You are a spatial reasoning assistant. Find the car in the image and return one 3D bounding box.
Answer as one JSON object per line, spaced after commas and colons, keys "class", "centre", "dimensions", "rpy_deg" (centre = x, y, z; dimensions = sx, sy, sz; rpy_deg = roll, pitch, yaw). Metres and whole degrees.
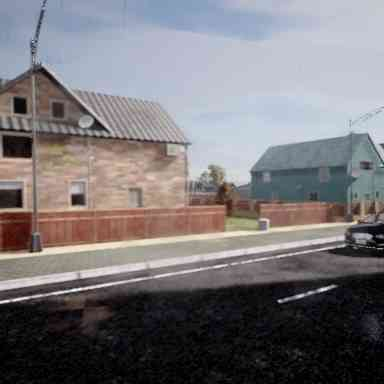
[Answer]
{"class": "car", "centre": [8.111, 1.539, 13.464], "dimensions": [4.902, 1.511, 2.128], "rpy_deg": [0, 0, -35]}
